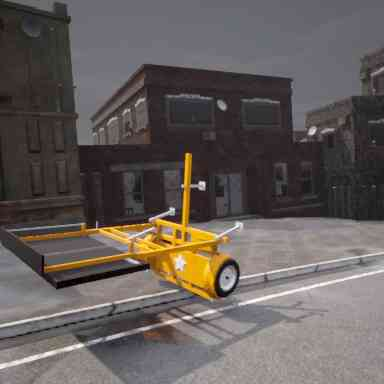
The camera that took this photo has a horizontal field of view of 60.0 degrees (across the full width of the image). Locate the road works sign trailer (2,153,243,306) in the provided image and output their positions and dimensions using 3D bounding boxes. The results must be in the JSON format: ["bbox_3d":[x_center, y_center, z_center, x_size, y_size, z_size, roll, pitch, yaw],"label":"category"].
[{"bbox_3d":[-1.094,0.689,5.838,3.560,2.880,2.380,-2,7,-43],"label":"road works sign trailer"}]
